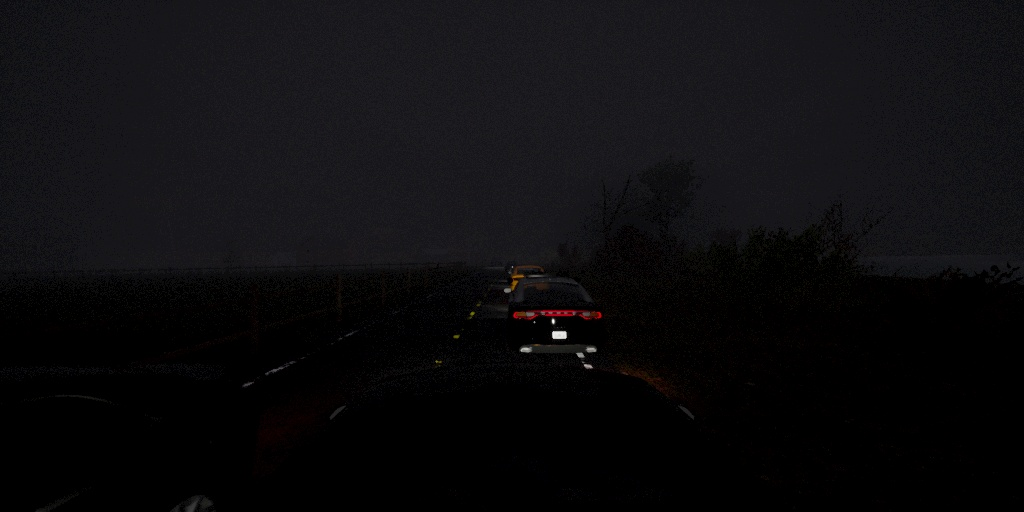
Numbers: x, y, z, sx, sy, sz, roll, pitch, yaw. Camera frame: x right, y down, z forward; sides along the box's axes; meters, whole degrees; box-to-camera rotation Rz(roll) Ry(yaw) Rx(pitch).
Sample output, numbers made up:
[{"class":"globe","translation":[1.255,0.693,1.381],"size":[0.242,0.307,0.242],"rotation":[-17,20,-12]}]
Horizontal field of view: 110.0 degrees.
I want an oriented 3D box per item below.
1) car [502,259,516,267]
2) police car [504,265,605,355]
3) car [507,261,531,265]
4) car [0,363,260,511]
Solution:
[{"class":"car","translation":[0.073,1.335,46.627],"size":[1.994,1.385,4.181],"rotation":[0,0,0]},{"class":"police car","translation":[0.830,1.174,8.839],"size":[1.930,1.638,5.238],"rotation":[0,0,0]},{"class":"car","translation":[0.836,1.228,18.729],"size":[1.882,1.535,5.008],"rotation":[0,0,0]},{"class":"car","translation":[-2.753,1.255,0.607],"size":[1.837,1.490,4.892],"rotation":[0,0,0]}]
